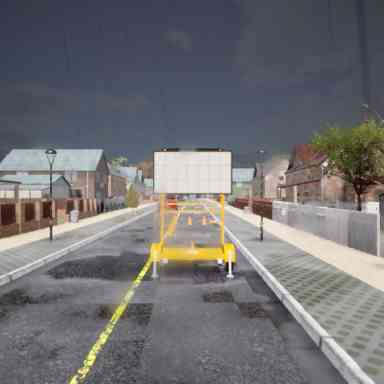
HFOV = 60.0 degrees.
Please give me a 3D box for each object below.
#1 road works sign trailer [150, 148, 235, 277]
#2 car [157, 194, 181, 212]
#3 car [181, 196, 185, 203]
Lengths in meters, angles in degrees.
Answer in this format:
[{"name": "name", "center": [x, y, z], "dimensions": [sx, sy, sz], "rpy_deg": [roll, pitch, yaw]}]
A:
[{"name": "road works sign trailer", "center": [0.023, 0.471, 10.208], "dimensions": [2.380, 3.560, 2.880], "rpy_deg": [0, 0, 0]}, {"name": "car", "center": [-2.812, 1.291, 39.281], "dimensions": [2.150, 2.045, 5.566], "rpy_deg": [0, 0, 0]}, {"name": "car", "center": [-2.679, 1.578, 74.436], "dimensions": [2.097, 1.767, 4.553], "rpy_deg": [0, 0, 0]}]
